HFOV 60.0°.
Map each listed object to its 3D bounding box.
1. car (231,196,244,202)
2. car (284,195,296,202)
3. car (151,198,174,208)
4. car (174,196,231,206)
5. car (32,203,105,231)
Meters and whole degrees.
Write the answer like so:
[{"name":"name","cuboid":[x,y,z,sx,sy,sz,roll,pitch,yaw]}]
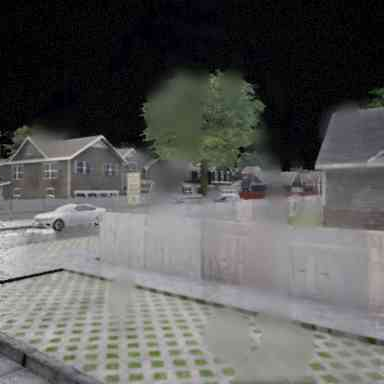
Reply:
[{"name":"car","cuboid":[4.067,1.226,36.966,1.882,1.535,5.008,0,1,34]},{"name":"car","cuboid":[13.870,1.171,46.064,1.812,1.442,4.674,0,1,36]},{"name":"car","cuboid":[-1.661,1.336,28.479,1.837,1.490,4.892,0,1,34]},{"name":"car","cuboid":[0.940,1.188,27.085,2.097,1.767,4.553,0,1,34]},{"name":"car","cuboid":[-7.254,1.436,20.202,1.812,1.442,4.674,0,1,33]}]
